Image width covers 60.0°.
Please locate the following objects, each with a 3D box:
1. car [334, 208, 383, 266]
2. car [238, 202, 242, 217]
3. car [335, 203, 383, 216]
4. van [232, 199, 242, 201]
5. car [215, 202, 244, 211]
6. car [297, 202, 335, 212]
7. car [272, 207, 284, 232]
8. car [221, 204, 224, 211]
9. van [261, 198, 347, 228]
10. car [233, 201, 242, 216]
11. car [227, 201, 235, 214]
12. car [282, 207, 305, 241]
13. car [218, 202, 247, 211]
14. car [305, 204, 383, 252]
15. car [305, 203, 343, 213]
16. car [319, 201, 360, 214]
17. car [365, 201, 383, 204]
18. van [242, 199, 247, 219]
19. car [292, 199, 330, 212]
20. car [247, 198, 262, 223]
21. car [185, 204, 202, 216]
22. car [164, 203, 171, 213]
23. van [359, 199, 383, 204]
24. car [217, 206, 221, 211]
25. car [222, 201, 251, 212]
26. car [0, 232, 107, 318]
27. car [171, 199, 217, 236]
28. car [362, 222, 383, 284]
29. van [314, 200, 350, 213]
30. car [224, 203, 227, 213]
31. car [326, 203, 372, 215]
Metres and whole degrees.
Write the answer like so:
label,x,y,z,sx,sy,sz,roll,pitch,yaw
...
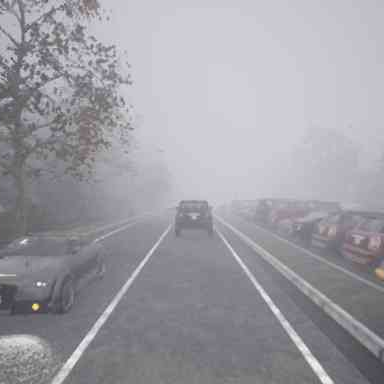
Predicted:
label,x,y,z,sx,sy,sz,roll,pitch,yaw
car,7.015,1.466,9.830,4.553,1.767,2.185,0,-1,0
car,7.104,1.951,32.015,4.674,1.452,2.002,0,-1,0
car,20.196,2.113,40.123,5.008,1.535,2.097,0,-1,0
van,7.245,1.965,43.123,4.442,1.987,1.878,0,-1,0
car,6.991,2.724,62.528,5.366,1.575,1.946,0,-2,0
car,20.050,2.460,53.968,5.366,1.575,1.946,0,-2,0
car,7.070,1.707,18.157,4.674,1.452,2.002,0,-1,0
car,7.172,2.359,48.667,4.792,1.488,2.163,0,-1,0
van,6.957,1.467,20.936,4.442,1.987,1.878,0,-1,0
car,7.078,2.011,34.792,4.792,1.488,2.163,0,-1,0
car,7.127,2.120,40.342,5.008,1.535,2.097,0,-1,0
car,7.055,1.642,15.382,5.008,1.535,2.097,0,-1,0
car,7.175,2.635,59.760,4.892,1.521,2.231,0,-2,0
car,7.022,1.491,12.606,4.553,1.767,2.185,0,-1,0
car,20.222,2.393,51.201,4.892,1.521,2.231,0,-1,0
car,20.183,2.127,45.666,4.553,1.767,2.185,0,-1,0
car,19.996,1.901,31.815,5.366,1.575,1.946,0,-1,0
van,6.978,1.616,29.247,4.442,1.987,1.878,0,-1,0
car,20.269,2.287,56.742,5.566,2.045,2.435,0,-2,0
car,7.109,1.466,23.712,5.566,2.045,2.435,0,-1,0
car,0.151,2.222,41.270,1.994,1.385,4.181,0,-1,0
car,-3.253,2.384,50.868,1.882,1.535,5.008,0,-2,0
van,20.304,1.748,34.590,4.442,1.987,1.878,0,-1,0
car,7.120,2.148,51.450,5.566,2.045,2.435,0,-1,0
car,7.187,2.346,54.217,4.553,1.767,2.185,0,-1,0
car,-3.345,1.637,7.580,1.994,1.385,4.181,0,-1,0
car,0.117,1.462,20.358,2.150,2.045,5.566,0,-1,0
car,6.854,1.564,7.054,5.366,1.575,1.946,0,-1,0
van,20.338,2.096,48.437,4.442,1.987,1.878,0,-1,0
car,7.138,2.300,45.892,4.674,1.452,2.002,0,-1,0
car,20.203,2.186,43.018,5.008,1.535,2.097,0,-1,0
